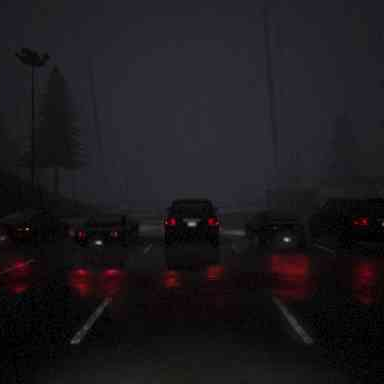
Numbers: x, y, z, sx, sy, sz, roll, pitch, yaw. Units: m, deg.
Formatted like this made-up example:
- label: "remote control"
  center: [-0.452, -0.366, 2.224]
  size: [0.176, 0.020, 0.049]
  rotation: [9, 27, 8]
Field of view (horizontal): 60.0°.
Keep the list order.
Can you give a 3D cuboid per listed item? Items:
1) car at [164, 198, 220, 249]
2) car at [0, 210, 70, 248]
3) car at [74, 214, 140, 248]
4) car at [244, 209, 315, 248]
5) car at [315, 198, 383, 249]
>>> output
- label: "car"
  center: [0.000, 1.255, 14.689]
  size: [2.150, 2.045, 5.566]
  rotation: [0, 0, 0]
- label: "car"
  center: [-7.000, 1.530, 14.659]
  size: [1.812, 1.442, 4.674]
  rotation: [0, 0, 0]
- label: "car"
  center: [-3.500, 1.613, 14.689]
  size: [1.895, 1.301, 4.718]
  rotation: [0, 0, 0]
- label: "car"
  center: [3.500, 1.514, 14.659]
  size: [1.837, 1.490, 4.892]
  rotation: [0, 0, 0]
- label: "car"
  center: [7.000, 1.255, 14.689]
  size: [2.150, 2.045, 5.566]
  rotation: [0, 0, 0]
